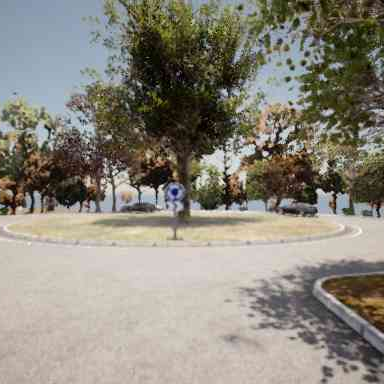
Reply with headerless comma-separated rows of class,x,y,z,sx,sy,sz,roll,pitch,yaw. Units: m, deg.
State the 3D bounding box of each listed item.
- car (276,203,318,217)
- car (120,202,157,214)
car,11.649,1.954,37.251,2.128,1.511,4.902,1,-1,-34
car,-6.906,2.044,42.716,4.674,1.442,1.812,0,-1,-17
